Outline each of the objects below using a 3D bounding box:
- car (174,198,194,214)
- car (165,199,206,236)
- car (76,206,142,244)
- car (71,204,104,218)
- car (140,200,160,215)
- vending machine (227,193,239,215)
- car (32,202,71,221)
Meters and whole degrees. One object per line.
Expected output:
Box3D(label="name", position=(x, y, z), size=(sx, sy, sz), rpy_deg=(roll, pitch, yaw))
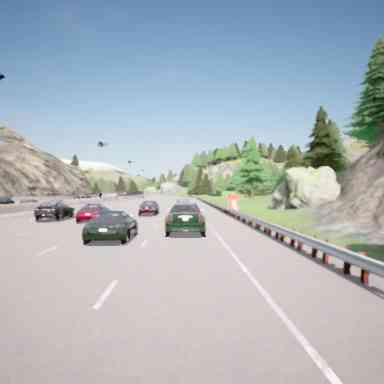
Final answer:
Box3D(label="car", position=(-0.911, 1.498, 37.344), size=(2.128, 1.511, 4.902), rpy_deg=(0, 0, -2))
Box3D(label="car", position=(-0.377, 1.355, 18.549), size=(2.097, 1.767, 4.553), rpy_deg=(0, 0, -2))
Box3D(label="car", position=(-3.807, 1.574, 15.988), size=(1.994, 1.385, 4.181), rpy_deg=(0, 0, -2))
Box3D(label="car", position=(-7.589, 1.582, 26.014), size=(1.994, 1.385, 4.181), rpy_deg=(0, 0, -2))
Box3D(label="car", position=(-4.306, 1.560, 33.683), size=(2.033, 1.411, 5.357), rpy_deg=(0, 0, -2))
Box3D(label="vending machine", position=(4.110, 1.191, 33.182), size=(1.100, 2.100, 0.880), rpy_deg=(0, 0, -2))
Box3D(label="car", position=(-11.122, 1.517, 27.161), size=(2.128, 1.511, 4.902), rpy_deg=(0, 0, -2))
